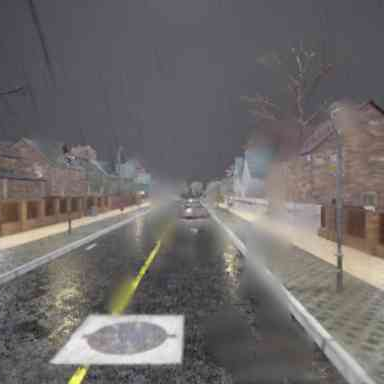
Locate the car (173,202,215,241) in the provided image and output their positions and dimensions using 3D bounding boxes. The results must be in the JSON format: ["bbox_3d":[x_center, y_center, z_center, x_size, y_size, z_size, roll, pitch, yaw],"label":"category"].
[{"bbox_3d":[0.100,1.445,16.444,2.128,1.511,4.902,0,0,0],"label":"car"}]

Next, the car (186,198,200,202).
[{"bbox_3d":[0.100,1.440,36.368,2.128,1.511,4.902,0,0,0],"label":"car"}]
